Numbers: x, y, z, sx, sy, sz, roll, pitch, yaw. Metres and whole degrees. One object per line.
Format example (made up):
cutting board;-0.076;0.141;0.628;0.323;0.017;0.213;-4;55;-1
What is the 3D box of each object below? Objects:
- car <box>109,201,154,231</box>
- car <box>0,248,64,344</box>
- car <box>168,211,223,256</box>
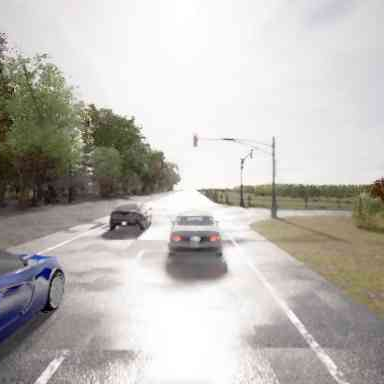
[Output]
car;-3.396;1.284;19.062;1.837;1.490;4.892;0;1;0
car;-3.399;1.425;4.479;1.882;1.535;5.008;0;1;0
car;0.106;1.403;12.394;2.033;1.411;5.357;0;1;0
